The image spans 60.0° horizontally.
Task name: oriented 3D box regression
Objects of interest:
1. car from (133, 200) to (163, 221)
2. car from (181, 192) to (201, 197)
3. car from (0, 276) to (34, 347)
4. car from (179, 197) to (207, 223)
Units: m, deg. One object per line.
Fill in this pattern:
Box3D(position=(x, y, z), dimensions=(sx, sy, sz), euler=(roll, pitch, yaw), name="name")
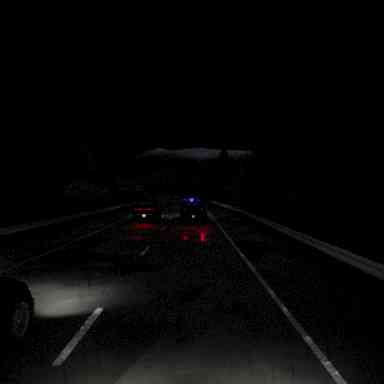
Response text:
Box3D(position=(-3.406, 1.407, 26.003), dimensions=(1.837, 1.490, 4.892), euler=(0, 0, 0), name="car")
Box3D(position=(-0.111, 1.070, 40.533), dimensions=(2.150, 2.045, 5.566), euler=(0, 0, -1), name="car")
Box3D(position=(-3.401, 1.513, 3.315), dimensions=(1.812, 1.442, 4.674), euler=(0, 0, 0), name="car")
Box3D(position=(0.096, 1.398, 24.282), dimensions=(2.128, 1.511, 4.902), euler=(0, 0, 0), name="car")
